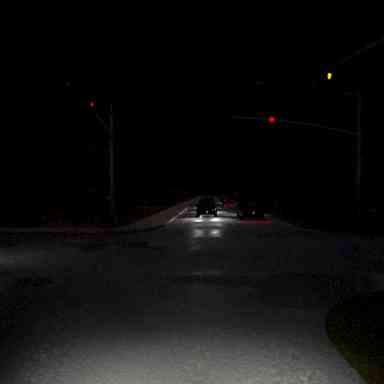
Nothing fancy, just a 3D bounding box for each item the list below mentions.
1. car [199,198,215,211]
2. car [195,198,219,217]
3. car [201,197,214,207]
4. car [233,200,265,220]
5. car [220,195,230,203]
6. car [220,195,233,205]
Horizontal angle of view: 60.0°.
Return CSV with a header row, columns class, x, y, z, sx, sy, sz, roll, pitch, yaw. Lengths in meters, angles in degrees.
class,x,y,z,sx,sy,sz,roll,pitch,yaw
car,1.854,1.465,40.429,1.837,1.490,4.892,0,0,3
car,1.389,1.466,30.976,1.837,1.490,4.892,0,0,3
car,2.348,1.523,50.336,1.994,1.385,4.181,0,0,3
car,4.848,1.439,27.970,1.882,1.535,5.008,0,0,3
car,6.849,1.462,68.954,1.837,1.490,4.892,0,0,3
car,6.363,1.559,58.993,1.895,1.301,4.718,0,0,3
